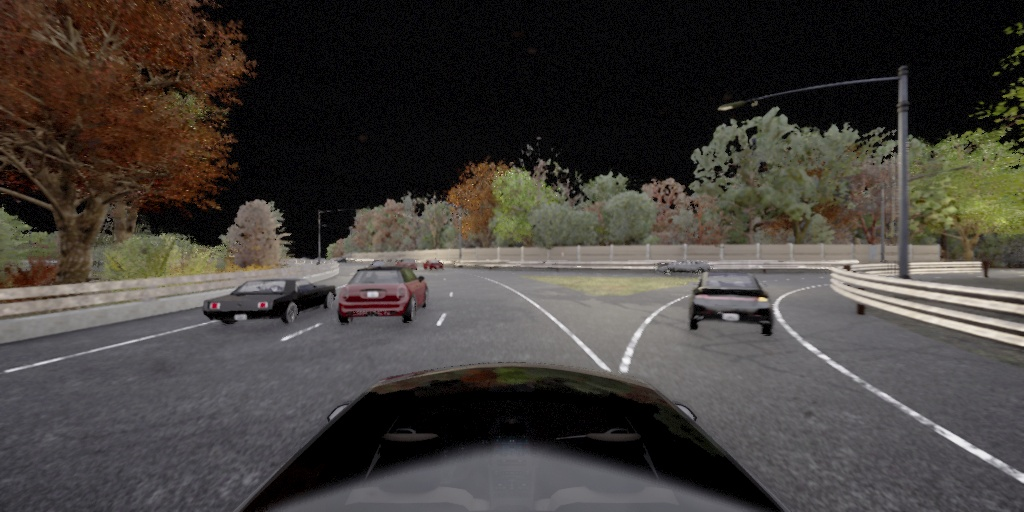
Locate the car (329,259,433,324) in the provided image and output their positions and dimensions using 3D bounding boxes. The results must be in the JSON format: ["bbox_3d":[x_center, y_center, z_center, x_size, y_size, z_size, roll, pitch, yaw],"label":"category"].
[{"bbox_3d":[-4.160,1.104,12.272,2.097,1.767,4.553,0,0,-6],"label":"car"}]

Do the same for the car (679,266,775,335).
[{"bbox_3d":[6.272,1.203,10.498,2.128,1.511,4.902,0,0,29],"label":"car"}]

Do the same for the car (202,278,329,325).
[{"bbox_3d":[-7.575,1.368,11.914,1.895,1.301,4.718,0,0,-6],"label":"car"}]

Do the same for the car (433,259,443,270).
[{"bbox_3d":[-10.958,1.205,49.604,1.882,1.535,5.008,0,0,-27],"label":"car"}]

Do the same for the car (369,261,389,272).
[{"bbox_3d":[-17.426,1.323,46.900,1.994,1.385,4.181,0,0,-27],"label":"car"}]

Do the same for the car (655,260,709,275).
[{"bbox_3d":[16.704,1.127,35.129,4.902,1.511,2.128,0,0,11],"label":"car"}]
